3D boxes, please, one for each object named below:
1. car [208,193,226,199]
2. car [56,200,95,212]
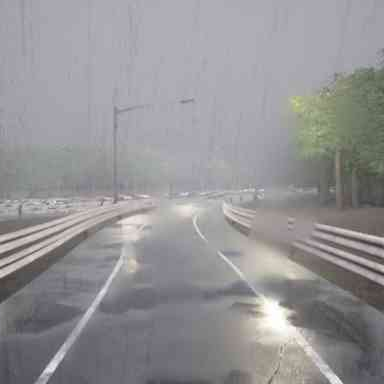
[{"bbox_3d":[5.645,0.952,74.458,1.895,1.301,4.718,0,2,36],"label":"car"},{"bbox_3d":[-15.533,1.793,44.907,2.033,1.411,5.357,0,1,36],"label":"car"}]
